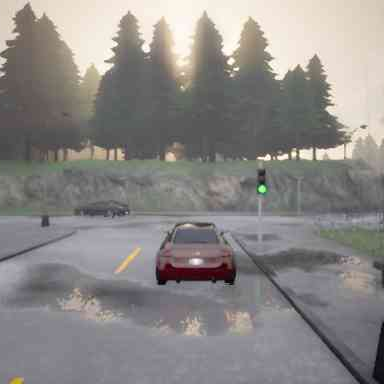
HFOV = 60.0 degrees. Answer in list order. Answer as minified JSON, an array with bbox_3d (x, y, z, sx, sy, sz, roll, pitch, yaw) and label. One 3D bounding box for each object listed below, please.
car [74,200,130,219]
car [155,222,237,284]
[{"bbox_3d":[-7.753,1.456,28.472,4.892,1.490,1.837,0,-3,18],"label":"car"},{"bbox_3d":[0.100,1.547,9.558,1.994,1.385,4.181,0,0,0],"label":"car"}]
